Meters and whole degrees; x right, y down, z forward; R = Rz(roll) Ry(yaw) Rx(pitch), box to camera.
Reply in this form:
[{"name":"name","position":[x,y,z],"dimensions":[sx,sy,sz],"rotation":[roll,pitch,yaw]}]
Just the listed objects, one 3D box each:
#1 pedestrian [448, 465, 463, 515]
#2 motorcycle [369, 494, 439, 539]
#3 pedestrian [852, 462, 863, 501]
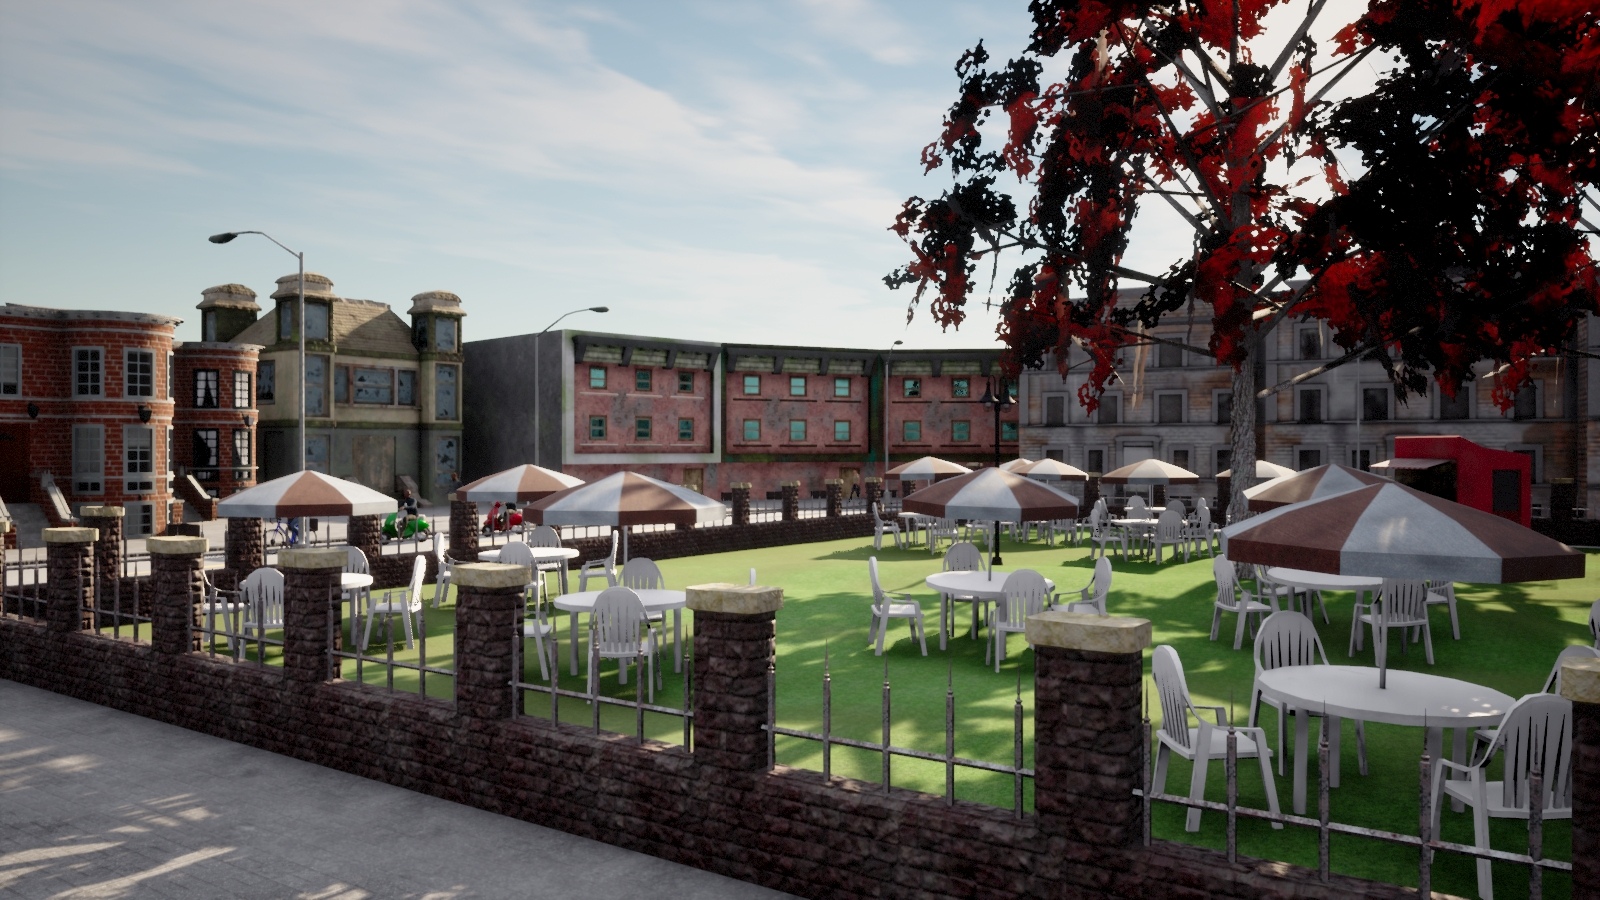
[{"name":"pedestrian","position":[-13.097,1.516,43.439],"dimensions":[0.375,1.860,0.375],"rotation":[0,0,32]},{"name":"motorcycle","position":[-11.759,1.950,33.969],"dimensions":[0.856,1.236,1.805],"rotation":[0,0,35]},{"name":"pedestrian","position":[2.771,1.514,55.341],"dimensions":[0.375,1.860,0.375],"rotation":[0,0,-37]}]
